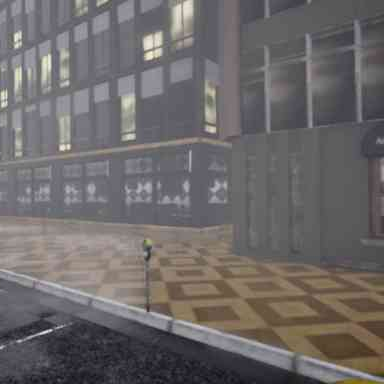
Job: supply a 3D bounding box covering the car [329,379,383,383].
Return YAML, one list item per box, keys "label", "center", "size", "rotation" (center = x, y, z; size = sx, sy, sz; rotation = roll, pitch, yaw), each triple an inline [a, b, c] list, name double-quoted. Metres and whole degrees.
- label: "car"
  center: [2.598, 1.533, 1.035]
  size: [4.829, 1.417, 1.752]
  rotation: [0, -1, 36]
